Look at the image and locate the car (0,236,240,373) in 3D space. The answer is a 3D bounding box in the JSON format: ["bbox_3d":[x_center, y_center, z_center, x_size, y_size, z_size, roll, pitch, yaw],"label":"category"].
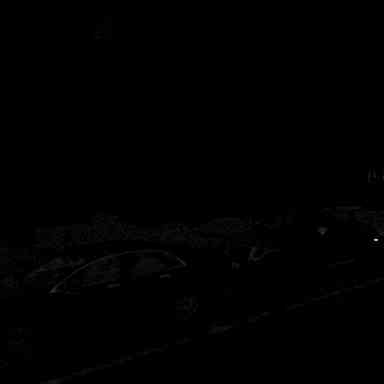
[{"bbox_3d":[-1.557,1.549,5.538,4.403,1.369,2.008,0,0,-36],"label":"car"}]

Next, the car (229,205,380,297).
[{"bbox_3d":[3.005,1.310,8.800,5.009,1.841,2.192,0,0,-36],"label":"car"}]
